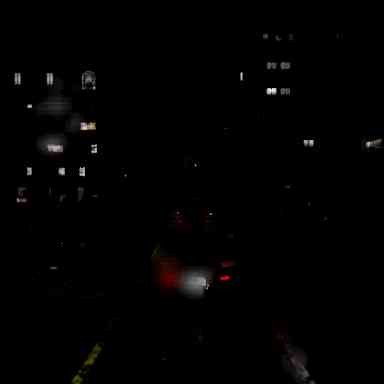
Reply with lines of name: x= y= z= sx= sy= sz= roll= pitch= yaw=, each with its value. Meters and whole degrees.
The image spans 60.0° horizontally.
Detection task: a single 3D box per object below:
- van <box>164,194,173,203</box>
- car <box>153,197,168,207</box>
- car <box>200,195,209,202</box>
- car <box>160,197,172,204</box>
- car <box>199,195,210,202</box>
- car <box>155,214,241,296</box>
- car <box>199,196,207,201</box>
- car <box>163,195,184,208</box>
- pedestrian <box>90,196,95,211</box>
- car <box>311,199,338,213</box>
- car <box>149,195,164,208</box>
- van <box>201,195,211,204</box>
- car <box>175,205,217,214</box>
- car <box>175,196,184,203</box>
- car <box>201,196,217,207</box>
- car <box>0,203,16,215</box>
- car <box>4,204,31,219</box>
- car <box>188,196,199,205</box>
van: x=-5.096 y=1.427 z=71.524 sx=1.690 sy=1.788 sz=3.998 roll=0 pitch=0 yaw=0
car: x=-5.147 y=1.616 z=54.868 sx=1.887 sy=1.381 sz=4.507 roll=0 pitch=0 yaw=0
car: x=2.801 y=1.530 z=77.052 sx=1.967 sy=1.590 sz=4.097 roll=0 pitch=0 yaw=0
car: x=-5.113 y=1.626 z=65.972 sx=1.887 sy=1.381 sz=4.507 roll=0 pitch=0 yaw=0
car: x=2.750 y=1.658 z=60.396 sx=1.802 sy=1.307 sz=4.206 roll=0 pitch=0 yaw=0
car: x=0.127 y=1.539 z=8.596 sx=1.812 sy=1.442 sz=4.674 roll=0 pitch=0 yaw=0
car: x=2.835 y=1.649 z=88.156 sx=2.008 sy=1.369 sz=4.403 roll=0 pitch=0 yaw=0
car: x=-2.656 y=1.571 z=49.167 sx=1.837 sy=1.490 sz=4.892 roll=0 pitch=0 yaw=2
pedestrian: x=-12.030 y=1.343 z=40.087 sx=0.375 sy=1.860 sz=0.375 roll=0 pitch=1 yaw=1
car: x=15.207 y=1.395 z=34.386 sx=5.357 sy=1.411 sz=2.033 roll=-1 pitch=0 yaw=1
car: x=-5.164 y=1.381 z=49.316 sx=2.192 sy=1.841 sz=5.009 roll=0 pitch=0 yaw=0
van: x=2.768 y=1.422 z=65.948 sx=1.690 sy=1.788 sz=3.998 roll=0 pitch=0 yaw=0
car: x=0.146 y=1.590 z=17.613 sx=1.994 sy=1.385 sz=4.181 roll=0 pitch=0 yaw=0
car: x=-2.539 y=1.608 z=69.649 sx=1.812 sy=1.442 sz=4.674 roll=0 pitch=0 yaw=0
car: x=2.716 y=1.632 z=49.292 sx=1.947 sy=1.339 sz=4.313 roll=0 pitch=0 yaw=0
car: x=-22.350 y=1.902 z=37.247 sx=4.206 sy=1.307 sz=1.802 roll=-1 pitch=1 yaw=1
car: x=-17.330 y=1.805 z=31.781 sx=4.181 sy=1.385 sz=1.994 roll=-1 pitch=0 yaw=0
car: x=0.293 y=1.556 z=63.120 sx=1.882 sy=1.535 sz=5.008 roll=0 pitch=0 yaw=0
